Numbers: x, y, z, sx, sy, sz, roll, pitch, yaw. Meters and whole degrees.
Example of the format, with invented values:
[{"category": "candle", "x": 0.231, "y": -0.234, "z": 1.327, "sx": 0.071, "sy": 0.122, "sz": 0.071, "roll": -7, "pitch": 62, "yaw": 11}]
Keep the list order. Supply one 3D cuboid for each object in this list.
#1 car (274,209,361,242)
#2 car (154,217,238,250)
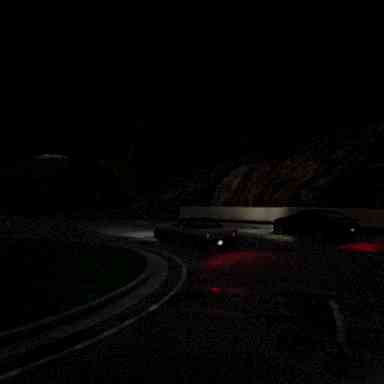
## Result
[{"category": "car", "x": 6.429, "y": 1.652, "z": 17.733, "sx": 1.882, "sy": 1.535, "sz": 5.008, "roll": 0, "pitch": -1, "yaw": -25}, {"category": "car", "x": -0.040, "y": 1.834, "z": 15.587, "sx": 1.895, "sy": 1.301, "sz": 4.718, "roll": 0, "pitch": -1, "yaw": -32}]
